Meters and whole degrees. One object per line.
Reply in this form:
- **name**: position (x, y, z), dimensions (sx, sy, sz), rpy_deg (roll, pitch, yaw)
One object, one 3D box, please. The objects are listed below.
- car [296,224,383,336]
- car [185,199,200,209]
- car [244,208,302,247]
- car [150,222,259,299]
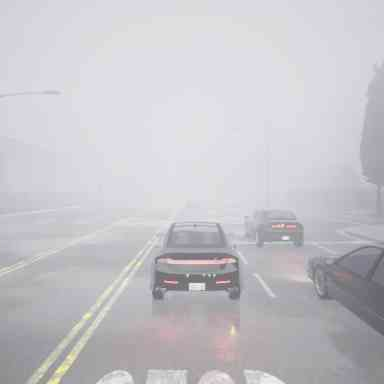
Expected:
- **car**: position (3.591, 1.547, 5.370), dimensions (2.033, 1.411, 5.357), rpy_deg (0, 0, 0)
- **car**: position (0.023, 1.601, 44.143), dimensions (1.895, 1.301, 4.718), rpy_deg (0, 0, 0)
- **car**: position (3.574, 1.505, 15.116), dimensions (1.837, 1.490, 4.892), rpy_deg (0, 0, 0)
- **car**: position (0.086, 1.492, 8.417), dimensions (2.128, 1.511, 4.902), rpy_deg (0, 0, 0)
